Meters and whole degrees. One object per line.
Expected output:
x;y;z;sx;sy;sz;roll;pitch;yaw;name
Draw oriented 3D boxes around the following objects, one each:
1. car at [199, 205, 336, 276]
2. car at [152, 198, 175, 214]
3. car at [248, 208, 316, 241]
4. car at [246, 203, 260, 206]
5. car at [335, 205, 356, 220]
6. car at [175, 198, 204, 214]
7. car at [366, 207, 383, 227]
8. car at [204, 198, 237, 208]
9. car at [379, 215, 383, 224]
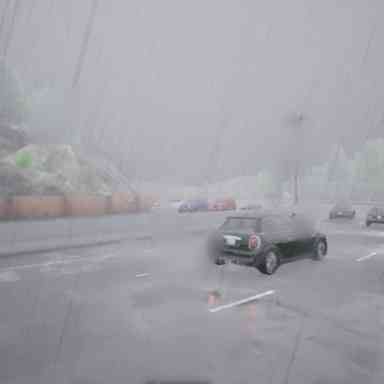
2.693;1.483;11.181;4.553;1.767;2.097;0;-1;-43;car
-3.032;1.809;43.665;2.150;2.045;5.566;0;-1;27;car
5.195;1.740;18.785;1.812;1.442;4.674;-1;-1;42;car
7.624;2.094;41.646;1.895;1.301;4.718;-1;-1;25;car
14.390;1.886;31.690;1.994;1.385;4.181;-1;-1;31;car
0.436;1.776;42.788;2.150;2.045;5.566;-1;-1;27;car
14.116;1.781;24.602;2.033;1.411;5.357;-1;-1;35;car
3.959;1.743;42.018;2.150;2.045;5.566;-1;-1;26;car
8.689;1.613;12.293;1.837;1.490;4.892;-1;-1;43;car
